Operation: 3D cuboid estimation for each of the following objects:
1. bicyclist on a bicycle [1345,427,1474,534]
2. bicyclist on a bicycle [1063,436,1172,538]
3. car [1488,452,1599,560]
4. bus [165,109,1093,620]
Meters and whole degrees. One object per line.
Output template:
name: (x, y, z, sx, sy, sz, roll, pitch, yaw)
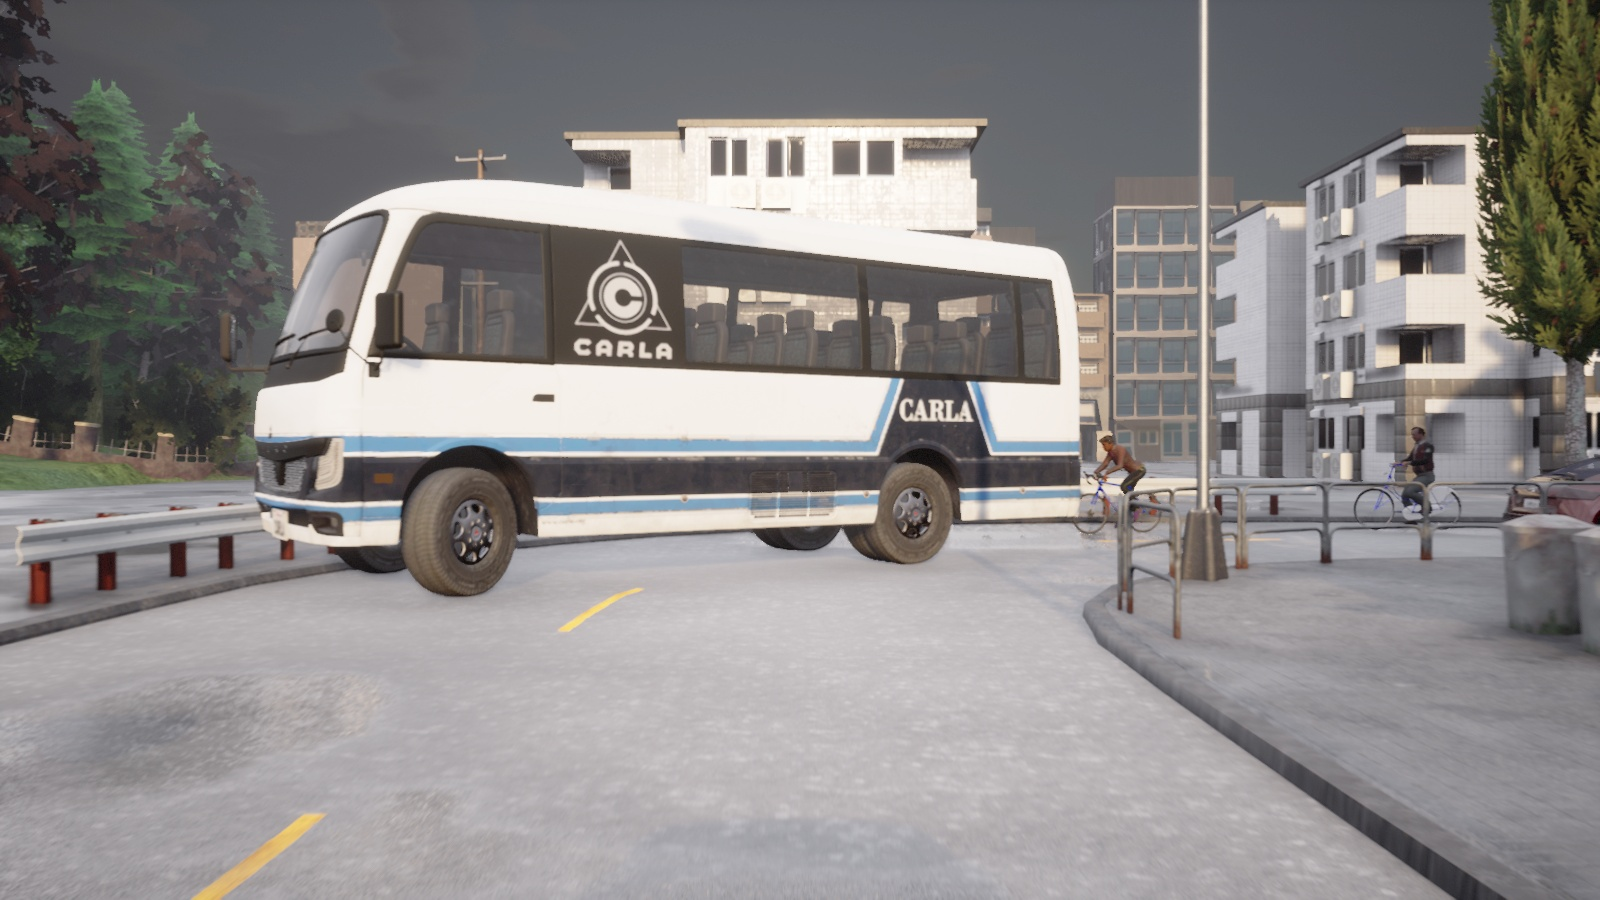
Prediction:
bicyclist on a bicycle: (10.289, 0.506, 21.219, 1.843, 1.776, 0.659, 0, 0, 0)
bicyclist on a bicycle: (5.220, 0.589, 20.633, 1.656, 1.620, 0.582, 0, 0, -14)
car: (12.076, 0.723, 17.235, 4.181, 1.385, 1.994, 0, 0, -1)
bus: (-1.579, -0.721, 14.995, 10.273, 4.253, 3.944, 0, 1, -34)
